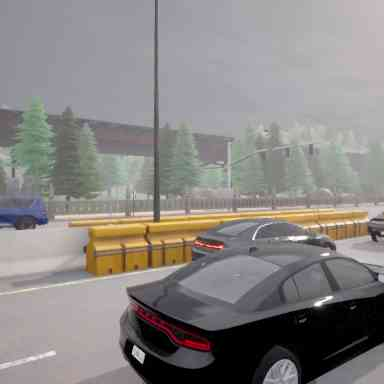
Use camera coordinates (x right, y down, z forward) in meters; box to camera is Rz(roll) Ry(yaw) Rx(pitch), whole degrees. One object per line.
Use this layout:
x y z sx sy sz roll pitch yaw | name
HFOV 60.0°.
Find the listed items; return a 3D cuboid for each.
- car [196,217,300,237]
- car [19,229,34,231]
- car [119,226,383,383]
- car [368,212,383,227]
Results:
2.242 1.505 9.650 4.892 1.490 1.837 0 0 -35 | car
-10.675 1.228 17.751 5.566 2.045 2.150 0 0 -36 | car
1.474 1.478 4.798 5.008 1.535 1.882 0 0 -36 | car
9.909 1.491 15.124 4.902 1.511 2.128 0 0 -36 | car
